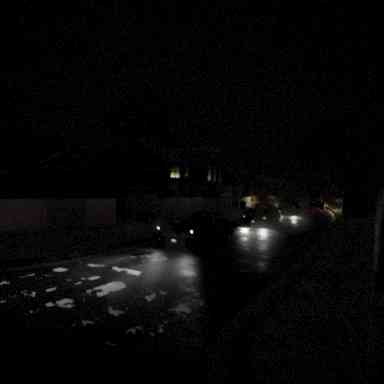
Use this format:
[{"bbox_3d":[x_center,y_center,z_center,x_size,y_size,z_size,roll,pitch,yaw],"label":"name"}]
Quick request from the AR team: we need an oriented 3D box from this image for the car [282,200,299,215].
[{"bbox_3d":[10.439,1.563,35.977,1.882,1.535,5.008,3,1,23],"label":"car"}]

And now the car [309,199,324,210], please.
[{"bbox_3d":[19.408,1.867,51.836,2.128,1.511,4.902,3,0,18],"label":"car"}]

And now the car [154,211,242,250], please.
[{"bbox_3d":[0.331,1.520,14.372,1.895,1.301,4.718,3,1,27],"label":"car"}]

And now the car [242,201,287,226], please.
[{"bbox_3d":[5.099,1.546,23.902,2.033,1.411,5.357,3,1,25],"label":"car"}]
